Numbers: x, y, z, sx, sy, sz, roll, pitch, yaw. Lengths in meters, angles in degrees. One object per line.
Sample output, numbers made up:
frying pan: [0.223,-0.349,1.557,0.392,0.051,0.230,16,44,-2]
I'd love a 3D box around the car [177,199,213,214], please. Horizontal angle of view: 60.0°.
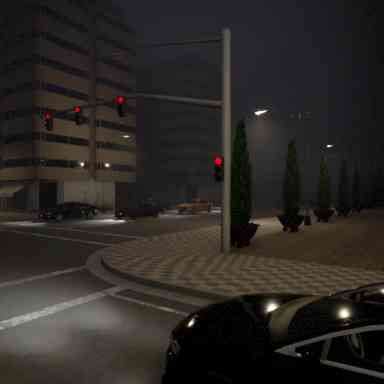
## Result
car: [0.412,1.533,36.281,1.882,1.535,5.008,0,0,35]

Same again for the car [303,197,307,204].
car: [20.653,1.547,58.516,2.128,1.511,4.902,0,0,35]

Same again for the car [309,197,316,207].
car: [19.811,1.619,51.252,1.994,1.385,4.181,0,0,35]

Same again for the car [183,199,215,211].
car: [0.959,1.619,43.096,1.994,1.385,4.181,0,0,36]

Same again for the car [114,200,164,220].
car: [-4.739,1.619,28.995,1.994,1.385,4.181,0,0,35]

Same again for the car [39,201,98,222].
car: [-10.114,1.560,27.451,1.837,1.490,4.892,0,0,35]

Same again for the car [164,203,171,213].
car: [-4.493,1.603,35.407,2.033,1.411,5.357,0,0,35]

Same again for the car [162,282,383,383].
car: [1.944,1.492,2.587,4.902,1.511,2.128,0,0,36]

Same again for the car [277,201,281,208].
car: [14.444,1.603,49.728,2.033,1.411,5.357,0,0,35]
